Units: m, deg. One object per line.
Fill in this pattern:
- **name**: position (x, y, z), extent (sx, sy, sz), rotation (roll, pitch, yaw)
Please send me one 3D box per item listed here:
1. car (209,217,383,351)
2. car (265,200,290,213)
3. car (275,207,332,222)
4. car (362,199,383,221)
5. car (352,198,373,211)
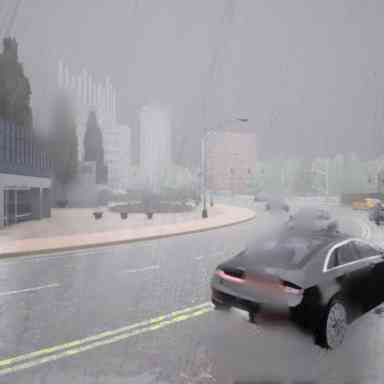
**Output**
- **car**: position (2.450, 1.491, 6.313), extent (4.902, 1.511, 2.128), rotation (0, 0, -43)
- **car**: position (9.459, 1.600, 36.951), extent (1.895, 1.301, 4.718), rotation (0, 0, 3)
- **car**: position (5.698, 1.564, 15.862), extent (1.994, 1.385, 4.181), rotation (0, 0, 33)
- **car**: position (13.855, 1.491, 23.760), extent (2.128, 1.511, 4.902), rotation (0, 0, 21)
- **car**: position (20.174, 1.477, 38.056), extent (1.882, 1.535, 5.008), rotation (0, 0, 0)
